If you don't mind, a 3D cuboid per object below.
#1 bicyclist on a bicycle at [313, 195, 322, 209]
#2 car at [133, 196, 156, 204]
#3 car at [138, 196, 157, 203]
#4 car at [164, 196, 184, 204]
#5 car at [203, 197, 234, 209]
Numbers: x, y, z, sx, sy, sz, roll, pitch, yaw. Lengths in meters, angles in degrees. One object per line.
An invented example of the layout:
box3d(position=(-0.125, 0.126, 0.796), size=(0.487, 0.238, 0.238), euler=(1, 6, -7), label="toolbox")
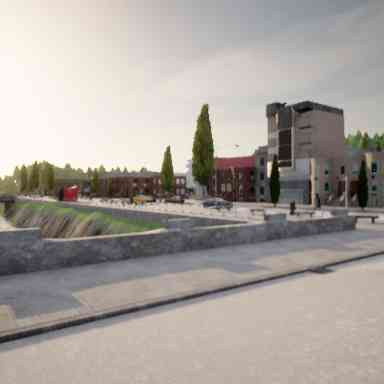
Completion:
box3d(position=(14.989, 1.190, 39.698), size=(1.656, 1.620, 0.582), euler=(-1, 0, -35), label="bicyclist on a bicycle")
box3d(position=(-8.620, 1.365, 58.598), size=(1.882, 1.535, 5.008), euler=(0, 0, -35), label="car")
box3d(position=(-8.804, 1.426, 65.767), size=(1.994, 1.385, 4.181), euler=(0, 0, -35), label="car")
box3d(position=(-3.061, 1.387, 57.776), size=(1.812, 1.442, 4.674), euler=(0, 0, -35), label="car")
box3d(position=(3.186, 1.405, 41.839), size=(1.812, 1.442, 4.674), euler=(0, 0, -36), label="car")
